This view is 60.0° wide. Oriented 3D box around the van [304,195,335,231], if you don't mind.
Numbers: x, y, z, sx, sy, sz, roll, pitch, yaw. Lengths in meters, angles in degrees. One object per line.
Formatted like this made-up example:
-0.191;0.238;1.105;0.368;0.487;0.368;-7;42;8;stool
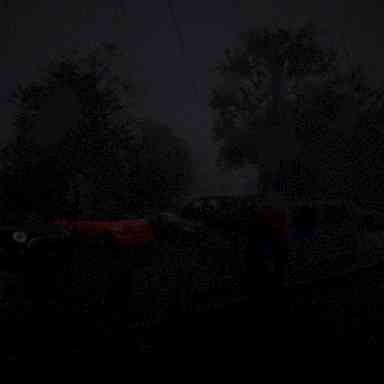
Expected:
5.958;1.237;20.261;4.442;1.987;1.878;-1;-1;34;van

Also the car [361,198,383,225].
10.848;1.445;23.700;5.366;1.575;1.946;-1;-1;34;car

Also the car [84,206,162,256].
-3.776;1.367;13.342;4.553;1.767;2.185;-1;0;34;car

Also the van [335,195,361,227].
8.374;1.230;22.003;4.442;1.987;1.878;-1;-1;34;van

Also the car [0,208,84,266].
-6.240;1.375;11.646;4.553;1.767;2.185;-1;-1;34;car

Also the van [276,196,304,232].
3.544;1.244;18.518;4.442;1.987;1.878;-1;-1;34;van

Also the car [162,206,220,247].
-1.382;1.526;15.104;4.674;1.452;2.002;-1;-1;34;car

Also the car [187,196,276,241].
1.005;1.228;16.857;5.566;2.045;2.435;-1;0;34;car
